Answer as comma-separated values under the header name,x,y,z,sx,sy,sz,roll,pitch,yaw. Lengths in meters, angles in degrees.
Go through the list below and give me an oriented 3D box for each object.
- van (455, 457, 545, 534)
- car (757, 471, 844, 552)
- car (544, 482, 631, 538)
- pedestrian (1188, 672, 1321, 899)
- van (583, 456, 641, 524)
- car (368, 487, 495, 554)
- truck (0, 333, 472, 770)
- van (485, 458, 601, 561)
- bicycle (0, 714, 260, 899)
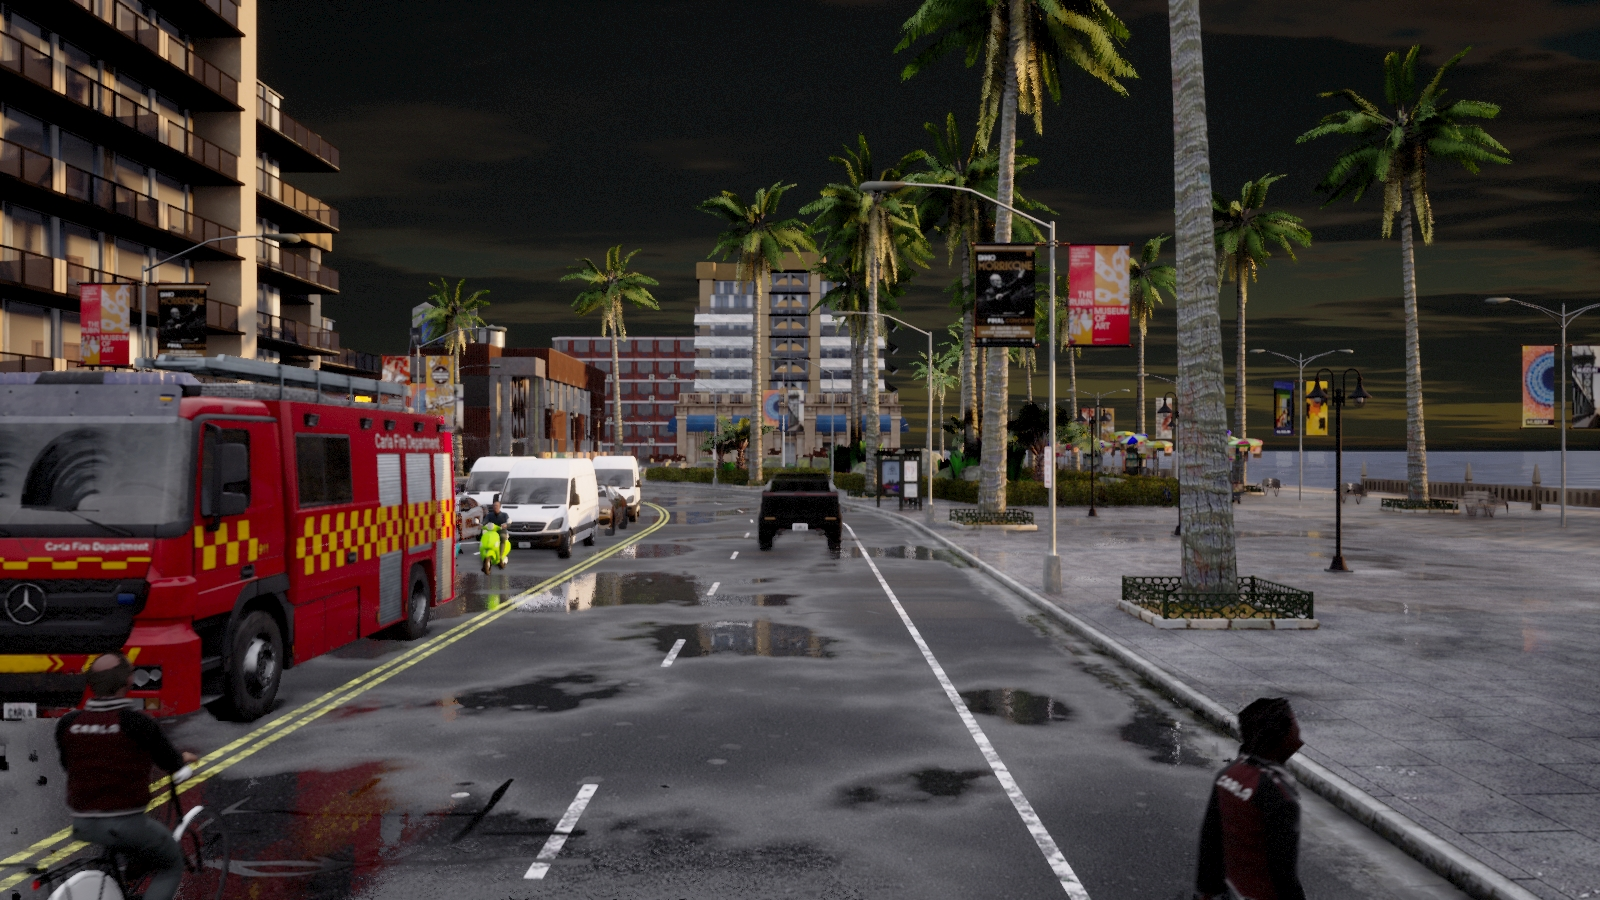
name,x,y,z,sx,sy,sz,roll,pitch,yaw
van,-10.713,1.534,41.244,1.988,2.561,5.915,0,0,-3
car,0.009,1.753,34.431,2.390,2.098,6.274,0,0,0
car,-7.158,1.991,39.006,2.152,1.651,5.027,0,0,-2
pedestrian,1.790,1.849,4.530,0.375,1.860,0.375,0,0,-1
van,-7.532,1.534,46.315,1.988,2.561,5.915,0,0,-6
car,-10.673,1.982,33.549,2.097,1.638,5.238,0,0,-1
truck,-6.745,0.891,14.238,2.891,3.827,8.468,0,0,0
van,-7.033,1.534,31.969,1.988,2.561,5.915,0,0,-1
bicycle,-3.483,2.210,6.096,0.329,1.171,1.835,0,0,0
